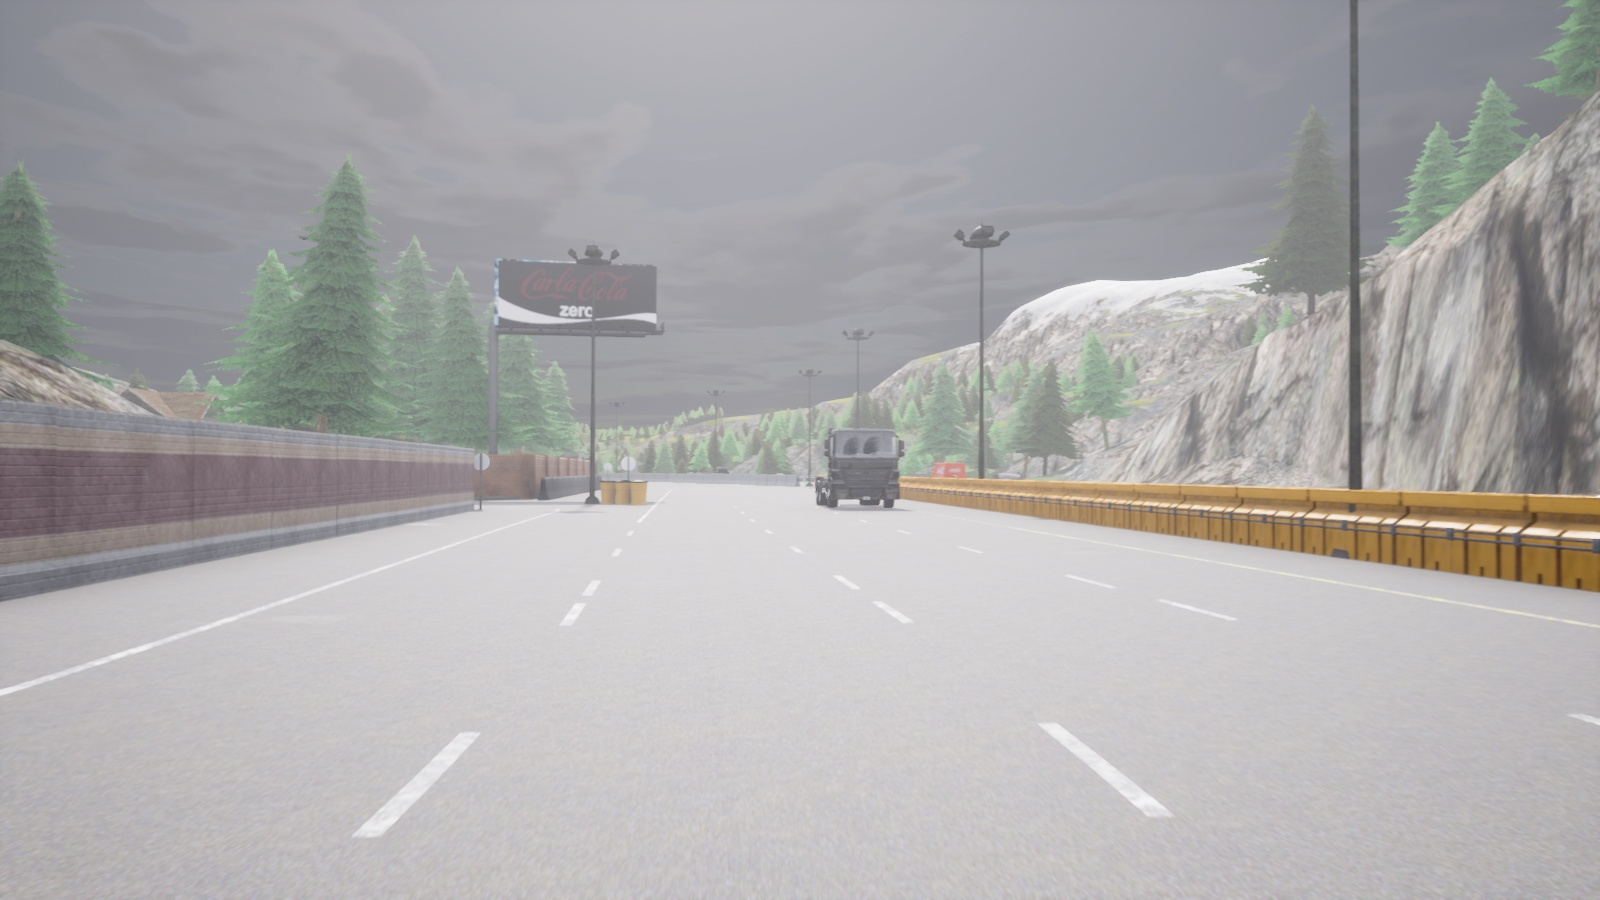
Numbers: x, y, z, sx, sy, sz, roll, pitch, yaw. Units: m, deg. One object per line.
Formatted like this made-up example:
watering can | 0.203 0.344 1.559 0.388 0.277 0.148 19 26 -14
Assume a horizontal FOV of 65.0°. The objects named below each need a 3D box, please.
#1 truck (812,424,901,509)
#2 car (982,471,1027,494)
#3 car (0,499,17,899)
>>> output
truck | 2.370 0.751 55.458 2.891 3.462 7.936 0 -1 -5
car | 13.820 2.187 85.241 1.837 1.490 4.892 0 -1 -5
car | -3.495 0.883 2.348 1.845 1.501 3.633 0 -1 -1
